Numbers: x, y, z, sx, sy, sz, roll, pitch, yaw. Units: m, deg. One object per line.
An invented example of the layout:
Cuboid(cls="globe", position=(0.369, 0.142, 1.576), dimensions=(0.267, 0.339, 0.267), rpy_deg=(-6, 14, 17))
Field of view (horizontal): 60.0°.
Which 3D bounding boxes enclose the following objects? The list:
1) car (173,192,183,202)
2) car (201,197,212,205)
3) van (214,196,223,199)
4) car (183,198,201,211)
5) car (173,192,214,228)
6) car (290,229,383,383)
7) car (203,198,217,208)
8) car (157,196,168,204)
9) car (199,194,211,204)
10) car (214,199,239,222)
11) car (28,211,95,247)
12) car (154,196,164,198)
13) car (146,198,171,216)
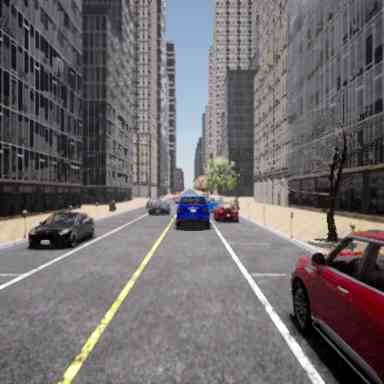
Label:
Cuboid(cls="car", position=(-3.097, 1.114, 74.488), dimensions=(2.150, 2.045, 5.566), rpy_deg=(0, 0, 0))
Cuboid(cls="car", position=(2.613, 1.555, 60.709), dimensions=(1.947, 1.339, 4.313), rpy_deg=(0, 0, 0))
Cuboid(cls="van", position=(2.643, 1.350, 37.918), dimensions=(1.690, 1.788, 3.998), rpy_deg=(0, 0, 0))
Cuboid(cls="car", position=(0.046, 1.499, 41.928), dimensions=(2.128, 1.511, 4.902), rpy_deg=(0, 0, 0))
Cuboid(cls="car", position=(0.073, 1.234, 22.717), dimensions=(2.150, 2.045, 5.566), rpy_deg=(0, 0, 0))
Cuboid(cls="car", position=(2.686, 1.319, 3.733), dimensions=(2.192, 1.841, 5.009), rpy_deg=(0, 0, 0))
Cuboid(cls="car", position=(2.628, 1.583, 49.315), dimensions=(1.802, 1.307, 4.206), rpy_deg=(0, 0, 0))
Cuboid(cls="car", position=(-5.774, 1.507, 66.226), dimensions=(1.752, 1.417, 4.829), rpy_deg=(0, 0, 0))
Cuboid(cls="car", position=(2.607, 1.296, 66.405), dimensions=(2.192, 1.841, 5.009), rpy_deg=(0, 0, 0))
Cuboid(cls="car", position=(2.657, 1.558, 26.525), dimensions=(1.887, 1.381, 4.507), rpy_deg=(0, 0, 0))
Cuboid(cls="car", position=(-5.709, 1.578, 15.120), dimensions=(1.947, 1.339, 4.313), rpy_deg=(0, 0, 0))
Cuboid(cls="car", position=(-5.752, 1.552, 49.305), dimensions=(2.008, 1.369, 4.403), rpy_deg=(0, 0, 0))
Cuboid(cls="car", position=(-3.138, 1.575, 32.706), dimensions=(1.994, 1.385, 4.181), rpy_deg=(0, 0, 0))
